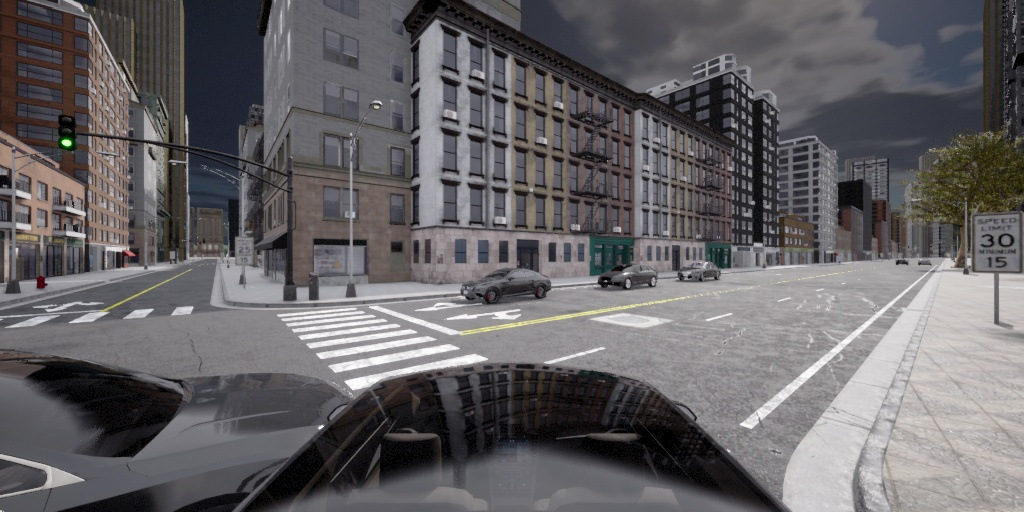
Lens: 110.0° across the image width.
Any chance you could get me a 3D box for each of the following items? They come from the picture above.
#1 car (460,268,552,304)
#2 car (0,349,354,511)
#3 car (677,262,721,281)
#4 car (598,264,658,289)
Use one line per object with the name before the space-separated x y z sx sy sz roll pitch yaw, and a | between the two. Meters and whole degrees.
car | -0.166 1.285 16.667 4.674 1.442 1.812 0 0 -39
car | -3.235 1.257 1.671 4.892 1.490 1.837 0 0 -35
car | 15.438 1.233 29.481 4.902 1.511 2.128 0 0 -39
car | 7.478 1.256 22.950 4.892 1.490 1.837 0 0 -39
